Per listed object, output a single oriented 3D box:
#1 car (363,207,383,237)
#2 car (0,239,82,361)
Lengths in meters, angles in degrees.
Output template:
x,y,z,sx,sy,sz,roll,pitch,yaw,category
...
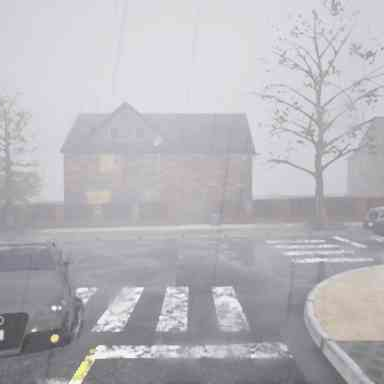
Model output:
x,y,z,sx,sy,sz,roll,pitch,yaw,category
10.246,0.931,13.932,5.566,2.045,2.150,-1,1,0,car
-3.111,1.578,5.899,1.994,1.385,4.181,1,-1,-20,car
